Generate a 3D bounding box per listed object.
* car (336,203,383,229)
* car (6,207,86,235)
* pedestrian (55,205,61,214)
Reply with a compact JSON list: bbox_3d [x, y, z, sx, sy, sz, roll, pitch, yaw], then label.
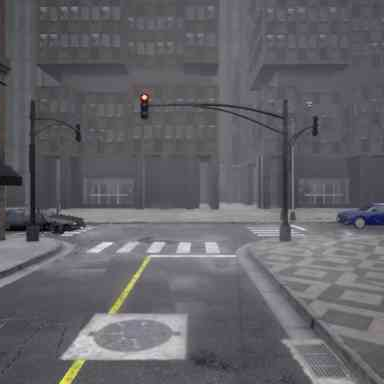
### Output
[{"bbox_3d":[11.810,1.458,21.085,5.008,1.535,1.882,0,0,1],"label":"car"},{"bbox_3d":[-8.667,1.556,18.127,5.357,1.411,2.033,0,0,1],"label":"car"},{"bbox_3d":[-9.819,1.532,24.377,0.500,1.100,0.500,0,0,1],"label":"pedestrian"}]
